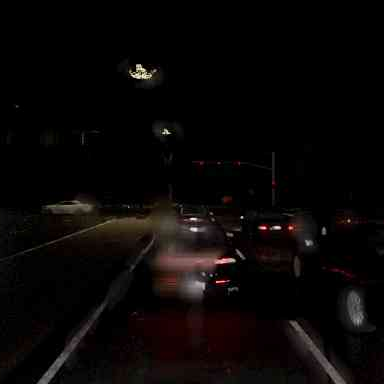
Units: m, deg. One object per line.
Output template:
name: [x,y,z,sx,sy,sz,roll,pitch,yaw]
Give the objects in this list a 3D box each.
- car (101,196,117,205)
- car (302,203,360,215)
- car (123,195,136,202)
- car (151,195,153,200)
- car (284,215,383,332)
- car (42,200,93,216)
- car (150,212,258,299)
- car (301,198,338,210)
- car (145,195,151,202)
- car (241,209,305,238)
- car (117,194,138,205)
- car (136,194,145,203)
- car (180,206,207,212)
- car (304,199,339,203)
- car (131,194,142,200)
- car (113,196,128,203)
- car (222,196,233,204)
car: [-15.141,1.477,60.657,1.882,1.535,5.008,0,0,0]
car: [7.077,1.505,16.935,1.837,1.490,4.892,0,0,0]
car: [-15.114,1.525,80.538,2.128,1.511,4.902,0,0,0]
car: [-11.617,1.524,89.676,2.128,1.511,4.902,0,0,0]
car: [3.590,1.478,6.849,1.882,1.535,5.008,0,0,0]
car: [-11.979,1.525,32.032,4.674,1.442,1.812,0,0,-2]
car: [0.087,1.491,8.453,2.128,1.511,4.902,0,0,0]
car: [16.733,1.564,43.812,4.181,1.385,1.994,0,0,2]
car: [-11.612,1.524,79.269,1.812,1.442,4.674,0,0,0]
car: [3.579,1.547,16.469,2.033,1.411,5.357,0,0,0]
car: [-11.681,1.564,60.177,1.994,1.385,4.181,0,0,1]
car: [-11.597,1.500,68.999,1.837,1.490,4.892,0,0,0]
car: [0.076,1.505,17.874,1.837,1.490,4.892,0,0,0]
car: [13.434,1.565,33.199,4.181,1.385,1.994,0,0,-1]
car: [-15.109,1.348,90.705,2.097,1.767,4.553,0,0,0]
car: [-15.099,1.540,70.435,2.033,1.411,5.357,0,0,0]
car: [6.976,1.477,65.867,1.882,1.535,5.008,0,0,0]
